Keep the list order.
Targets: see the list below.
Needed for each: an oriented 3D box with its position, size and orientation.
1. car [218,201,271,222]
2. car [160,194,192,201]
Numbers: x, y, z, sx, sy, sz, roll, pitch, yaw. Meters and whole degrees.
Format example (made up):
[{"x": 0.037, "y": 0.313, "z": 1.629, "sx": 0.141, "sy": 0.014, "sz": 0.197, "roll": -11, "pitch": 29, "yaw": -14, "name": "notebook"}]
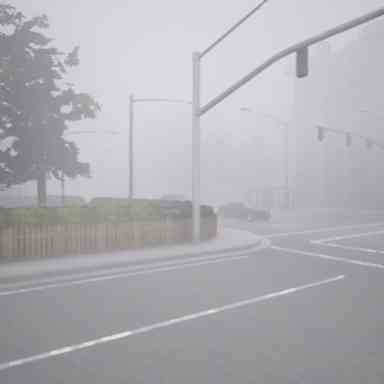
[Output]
[{"x": 4.204, "y": 1.524, "z": 27.142, "sx": 1.882, "sy": 1.535, "sz": 5.008, "roll": 0, "pitch": 0, "yaw": -35, "name": "car"}, {"x": -1.487, "y": 1.267, "z": 35.364, "sx": 2.150, "sy": 2.045, "sz": 5.566, "roll": 0, "pitch": 0, "yaw": -35, "name": "car"}]
